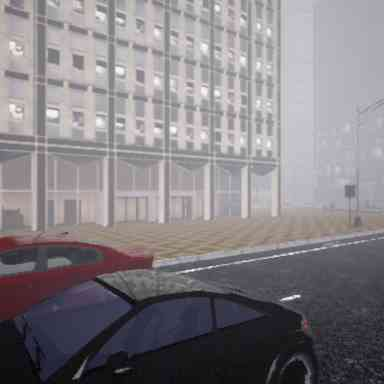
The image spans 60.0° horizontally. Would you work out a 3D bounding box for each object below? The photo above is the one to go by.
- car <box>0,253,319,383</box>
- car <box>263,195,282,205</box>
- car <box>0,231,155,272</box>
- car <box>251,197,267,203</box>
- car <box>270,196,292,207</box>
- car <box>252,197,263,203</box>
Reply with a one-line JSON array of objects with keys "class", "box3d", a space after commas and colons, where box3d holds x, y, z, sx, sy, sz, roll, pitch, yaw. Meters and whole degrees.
[{"class": "car", "box3d": [-0.673, 1.568, 3.220, 4.181, 1.385, 1.994, 0, 0, -36]}, {"class": "car", "box3d": [18.127, 1.753, 72.469, 2.150, 2.045, 5.566, 0, -1, -8]}, {"class": "car", "box3d": [-2.975, 1.481, 5.567, 5.008, 1.535, 1.882, 0, 0, -36]}, {"class": "car", "box3d": [16.611, 2.068, 82.741, 2.033, 1.411, 5.357, 0, -1, -8]}, {"class": "car", "box3d": [16.707, 1.906, 61.334, 1.882, 1.535, 5.008, 0, 0, -8]}, {"class": "car", "box3d": [14.484, 1.997, 76.604, 2.033, 1.411, 5.357, 0, -1, -8]}]
